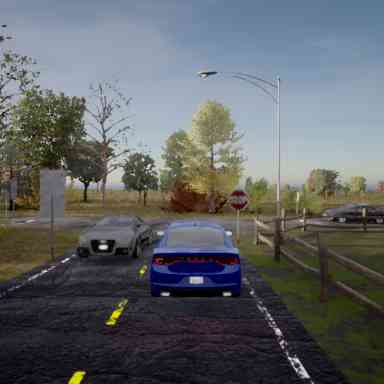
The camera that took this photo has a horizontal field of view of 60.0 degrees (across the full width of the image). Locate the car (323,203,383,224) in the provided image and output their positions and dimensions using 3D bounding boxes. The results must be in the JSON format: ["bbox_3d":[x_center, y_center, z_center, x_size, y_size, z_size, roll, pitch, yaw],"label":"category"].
[{"bbox_3d":[12.832,1.675,26.134,4.892,1.490,1.837,1,1,-1],"label":"car"}]

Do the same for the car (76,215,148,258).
[{"bbox_3d":[-2.747,1.560,12.535,1.994,1.385,4.181,0,0,2],"label":"car"}]

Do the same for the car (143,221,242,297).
[{"bbox_3d":[0.074,1.475,8.614,1.882,1.535,5.008,0,0,0],"label":"car"}]
